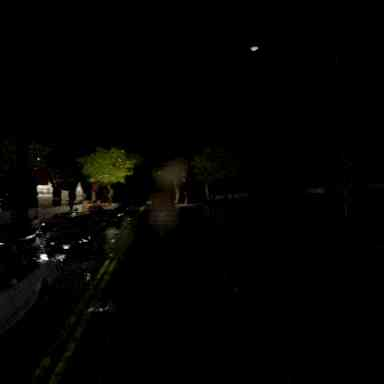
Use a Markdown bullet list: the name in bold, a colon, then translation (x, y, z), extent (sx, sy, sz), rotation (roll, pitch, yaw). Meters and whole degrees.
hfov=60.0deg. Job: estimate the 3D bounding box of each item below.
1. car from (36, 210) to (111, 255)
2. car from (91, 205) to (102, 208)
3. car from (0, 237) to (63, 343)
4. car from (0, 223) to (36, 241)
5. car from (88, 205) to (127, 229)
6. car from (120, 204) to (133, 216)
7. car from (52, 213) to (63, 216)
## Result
- **car**: translation (-4.999, 1.831, 14.743), extent (1.837, 1.490, 4.892), rotation (-3, 0, -7)
- **car**: translation (-11.478, 2.342, 40.220), extent (1.812, 1.442, 4.674), rotation (-3, -1, -7)
- **car**: translation (-3.793, 1.830, 5.504), extent (1.895, 1.301, 4.718), rotation (-3, 0, -8)
- **car**: translation (-8.223, 2.077, 14.525), extent (1.994, 1.385, 4.181), rotation (-3, 0, -6)
- **car**: translation (-6.266, 1.993, 24.644), extent (1.994, 1.385, 4.181), rotation (-3, 0, -7)
- **car**: translation (-8.292, 2.179, 40.926), extent (2.033, 1.411, 5.357), rotation (-3, -1, -7)
- **car**: translation (-9.528, 2.220, 24.547), extent (1.895, 1.301, 4.718), rotation (-3, 0, -8)
